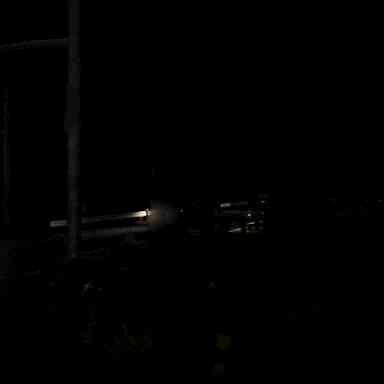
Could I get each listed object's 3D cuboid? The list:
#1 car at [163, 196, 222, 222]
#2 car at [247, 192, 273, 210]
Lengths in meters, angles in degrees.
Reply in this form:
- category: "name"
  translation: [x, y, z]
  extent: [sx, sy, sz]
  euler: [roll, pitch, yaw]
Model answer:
- category: "car"
  translation: [0.117, 1.091, 22.924]
  extent: [2.128, 1.511, 4.902]
  euler: [0, 3, 41]
- category: "car"
  translation: [6.993, 0.779, 30.623]
  extent: [1.882, 1.535, 5.008]
  euler: [0, 1, 42]
